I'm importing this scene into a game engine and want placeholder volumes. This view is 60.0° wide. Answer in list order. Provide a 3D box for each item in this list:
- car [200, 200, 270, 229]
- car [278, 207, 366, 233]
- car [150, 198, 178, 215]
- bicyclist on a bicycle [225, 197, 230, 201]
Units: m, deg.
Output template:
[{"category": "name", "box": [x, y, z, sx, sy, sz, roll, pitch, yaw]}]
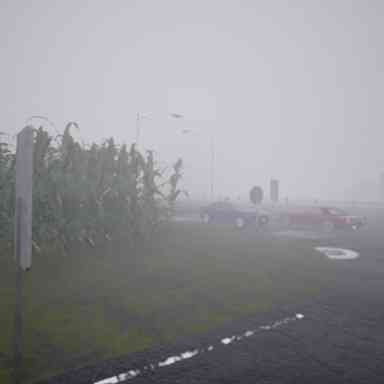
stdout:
[{"category": "car", "box": [2.504, 1.279, 20.410, 1.882, 1.535, 5.008, 1, 0, -36]}, {"category": "car", "box": [7.198, 1.501, 19.044, 1.895, 1.301, 4.718, 1, 0, -32]}, {"category": "car", "box": [-3.307, 1.224, 28.480, 2.033, 1.411, 5.357, 1, 0, -36]}, {"category": "bicyclist on a bicycle", "box": [3.173, 1.241, 29.694, 1.656, 1.620, 0.582, -1, 1, -36]}]
